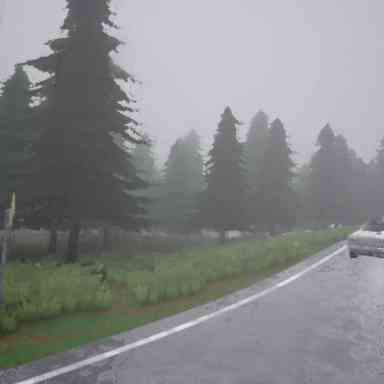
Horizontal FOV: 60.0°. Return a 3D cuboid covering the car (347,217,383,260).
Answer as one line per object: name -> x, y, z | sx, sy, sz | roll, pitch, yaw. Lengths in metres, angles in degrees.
car -> 6.927, 1.571, 11.618 | 1.895, 1.301, 4.718 | 1, 1, 39
